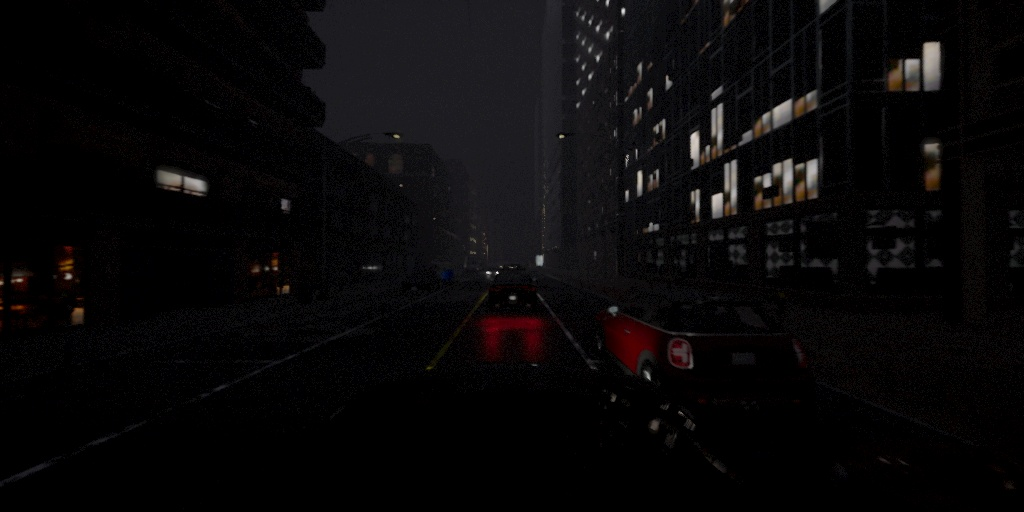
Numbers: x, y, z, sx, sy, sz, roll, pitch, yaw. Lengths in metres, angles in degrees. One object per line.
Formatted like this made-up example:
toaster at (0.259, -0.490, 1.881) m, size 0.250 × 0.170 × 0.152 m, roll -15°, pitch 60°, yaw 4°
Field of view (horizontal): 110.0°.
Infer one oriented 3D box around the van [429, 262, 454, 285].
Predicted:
van at (-5.696, 1.375, 28.692) m, size 1.690 × 1.789 × 3.998 m, roll 0°, pitch 0°, yaw 0°

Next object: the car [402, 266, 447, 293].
car at (-5.696, 1.540, 23.044) m, size 1.948 × 1.339 × 4.313 m, roll 0°, pitch 0°, yaw 0°

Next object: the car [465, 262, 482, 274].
car at (-5.702, 1.858, 51.284) m, size 1.802 × 1.307 × 4.207 m, roll 0°, pitch 0°, yaw 0°

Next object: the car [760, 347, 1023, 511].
car at (2.690, 1.319, 0.453) m, size 1.802 × 1.307 × 4.207 m, roll 0°, pitch 0°, yaw 0°

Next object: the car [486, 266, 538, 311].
car at (0.051, 1.372, 15.370) m, size 1.882 × 1.535 × 5.008 m, roll 0°, pitch 0°, yaw 0°

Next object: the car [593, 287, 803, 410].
car at (2.689, 1.236, 6.100) m, size 1.967 × 1.591 × 4.097 m, roll 0°, pitch 0°, yaw 0°

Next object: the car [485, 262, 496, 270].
car at (-3.068, 1.893, 59.370) m, size 1.812 × 1.442 × 4.674 m, roll 0°, pitch -1°, yaw 0°

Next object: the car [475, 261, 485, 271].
car at (-5.704, 1.921, 56.933) m, size 1.802 × 1.307 × 4.207 m, roll 0°, pitch 0°, yaw 0°

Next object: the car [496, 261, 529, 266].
car at (0.038, 1.390, 29.117) m, size 2.097 × 1.767 × 4.553 m, roll 0°, pitch -1°, yaw 0°
